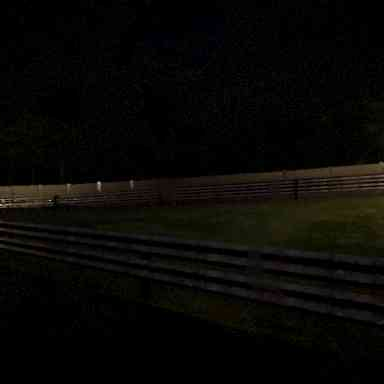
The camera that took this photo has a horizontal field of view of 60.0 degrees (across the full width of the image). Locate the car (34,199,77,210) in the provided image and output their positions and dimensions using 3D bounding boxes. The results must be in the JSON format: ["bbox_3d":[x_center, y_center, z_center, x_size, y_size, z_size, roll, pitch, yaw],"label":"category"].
[{"bbox_3d":[-15.064,1.310,36.585,4.718,1.301,1.895,-3,-1,18],"label":"car"}]
